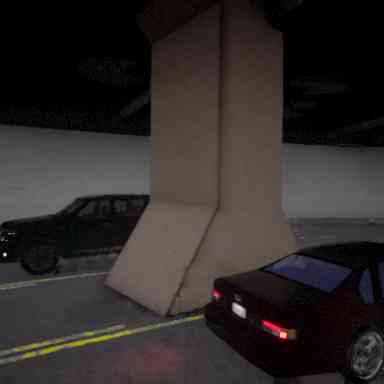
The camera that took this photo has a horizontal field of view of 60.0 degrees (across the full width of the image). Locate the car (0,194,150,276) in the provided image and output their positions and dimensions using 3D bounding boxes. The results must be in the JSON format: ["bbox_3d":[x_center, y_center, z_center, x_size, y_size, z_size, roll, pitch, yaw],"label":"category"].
[{"bbox_3d":[-2.808,1.089,10.162,5.566,2.045,2.150,0,0,-29],"label":"car"}]

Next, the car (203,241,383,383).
[{"bbox_3d":[2.853,1.521,5.189,5.357,1.411,2.033,0,1,-25],"label":"car"}]
